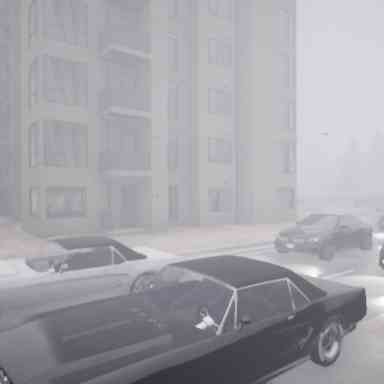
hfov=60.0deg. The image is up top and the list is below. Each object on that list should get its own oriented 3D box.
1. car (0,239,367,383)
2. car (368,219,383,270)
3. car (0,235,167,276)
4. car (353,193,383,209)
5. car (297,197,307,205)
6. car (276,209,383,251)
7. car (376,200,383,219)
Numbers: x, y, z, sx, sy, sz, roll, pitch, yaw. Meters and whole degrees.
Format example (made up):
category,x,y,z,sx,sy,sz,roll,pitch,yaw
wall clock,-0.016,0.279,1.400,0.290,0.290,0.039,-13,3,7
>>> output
category,x,y,z,sx,sy,sz,roll,pitch,yaw
car,0.162,1.594,4.154,4.718,1.301,1.895,0,0,-37
car,7.077,1.530,9.548,4.181,1.385,1.994,0,0,-40
car,-2.519,1.598,6.513,4.718,1.301,1.895,0,0,-37
car,22.715,1.093,41.458,2.150,2.045,5.566,0,0,-13
car,16.393,1.467,54.731,1.895,1.301,4.718,0,0,-33
car,5.010,1.492,12.300,4.674,1.442,1.812,0,0,-39
car,12.306,1.439,19.894,1.837,1.490,4.892,0,0,31
